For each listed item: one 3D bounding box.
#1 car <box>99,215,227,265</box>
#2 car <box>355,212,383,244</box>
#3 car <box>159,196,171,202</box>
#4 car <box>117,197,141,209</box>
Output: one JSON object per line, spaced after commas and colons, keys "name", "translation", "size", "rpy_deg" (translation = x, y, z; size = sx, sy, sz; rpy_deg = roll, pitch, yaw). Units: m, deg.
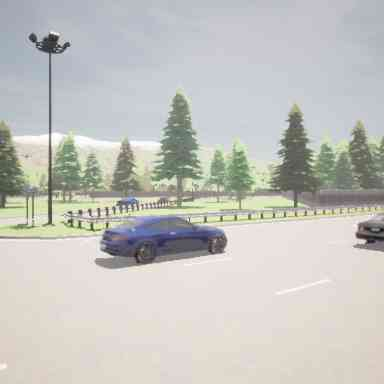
{"name": "car", "translation": [-0.884, 1.526, 11.703], "size": [4.674, 1.442, 1.812], "rpy_deg": [0, 0, -35]}
{"name": "car", "translation": [9.325, 1.547, 14.670], "size": [5.357, 1.411, 2.033], "rpy_deg": [0, 0, -35]}
{"name": "car", "translation": [-5.634, 1.525, 69.477], "size": [1.812, 1.442, 4.674], "rpy_deg": [0, 0, 6]}
{"name": "car", "translation": [-8.463, 1.477, 44.867], "size": [1.882, 1.535, 5.008], "rpy_deg": [0, 0, 10]}
